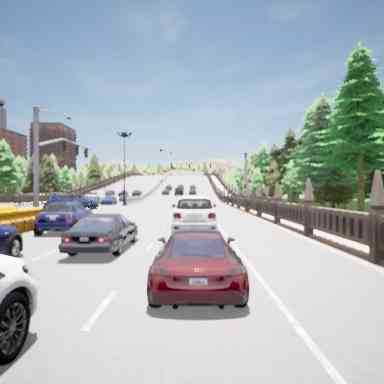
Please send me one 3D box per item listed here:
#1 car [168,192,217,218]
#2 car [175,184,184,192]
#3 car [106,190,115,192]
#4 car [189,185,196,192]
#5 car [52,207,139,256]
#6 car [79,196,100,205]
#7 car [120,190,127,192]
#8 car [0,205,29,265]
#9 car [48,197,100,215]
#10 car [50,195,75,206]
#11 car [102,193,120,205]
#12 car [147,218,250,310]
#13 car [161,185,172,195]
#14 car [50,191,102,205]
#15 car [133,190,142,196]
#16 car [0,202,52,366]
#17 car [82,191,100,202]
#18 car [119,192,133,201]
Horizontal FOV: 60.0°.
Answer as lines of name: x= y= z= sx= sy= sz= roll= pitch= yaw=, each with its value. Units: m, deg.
car: x=0.116 y=1.208 z=17.313 sx=2.150 sy=2.045 sz=5.566 roll=0 pitch=0 yaw=0
car: x=-3.331 y=-0.350 z=86.073 sx=2.150 sy=2.045 sz=5.566 roll=0 pitch=7 yaw=0
car: x=-20.842 y=0.158 z=84.465 sx=2.033 sy=1.411 sz=5.357 roll=0 pitch=6 yaw=0
car: x=0.172 y=-0.091 z=86.470 sx=2.128 sy=1.511 sz=4.902 roll=0 pitch=7 yaw=0
car: x=-3.393 y=1.537 z=13.016 sx=2.033 sy=1.411 sz=5.357 roll=0 pitch=0 yaw=0
car: x=-17.503 y=1.438 z=57.214 sx=2.128 sy=1.511 sz=4.902 roll=0 pitch=0 yaw=1
car: x=-17.347 y=0.296 z=83.723 sx=1.895 sy=1.301 sz=4.718 roll=0 pitch=6 yaw=0
car: x=-6.891 y=1.344 z=9.666 sx=2.097 sy=1.767 sz=4.553 roll=0 pitch=0 yaw=0
car: x=-6.934 y=1.337 z=18.596 sx=2.097 sy=1.767 sz=4.553 roll=0 pitch=0 yaw=-1
car: x=-21.078 y=1.308 z=54.332 sx=2.097 sy=1.767 sz=4.553 roll=0 pitch=0 yaw=2
car: x=-14.013 y=1.426 z=56.158 sx=1.882 sy=1.535 sz=5.008 roll=0 pitch=0 yaw=0
car: x=0.109 y=1.558 z=7.906 sx=1.994 sy=1.385 sz=4.181 roll=0 pitch=0 yaw=0
car: x=-6.828 y=-0.092 z=86.516 sx=1.812 sy=1.442 sz=4.674 roll=0 pitch=7 yaw=0
car: x=-13.733 y=1.190 z=38.464 sx=5.566 sy=2.045 sz=2.150 roll=0 pitch=1 yaw=-30
car: x=-13.851 y=0.239 z=83.155 sx=1.882 sy=1.535 sz=5.008 roll=0 pitch=6 yaw=0
car: x=-3.397 y=1.217 z=2.638 sx=2.150 sy=2.045 sz=5.566 roll=0 pitch=0 yaw=0
car: x=-20.930 y=0.963 z=69.266 sx=2.150 sy=2.045 sz=5.566 roll=0 pitch=2 yaw=0
car: x=-13.933 y=1.294 z=68.565 sx=1.812 sy=1.442 sz=4.674 roll=0 pitch=2 yaw=0
